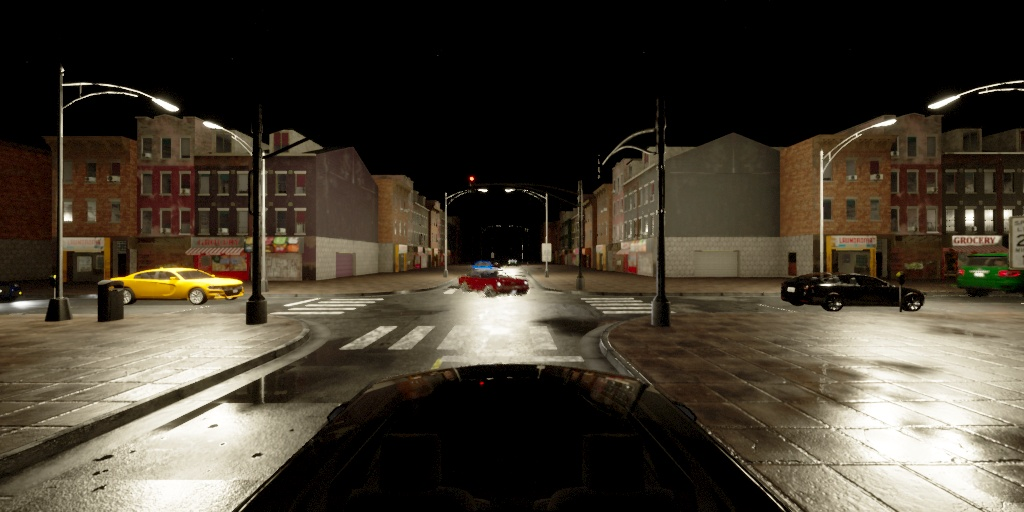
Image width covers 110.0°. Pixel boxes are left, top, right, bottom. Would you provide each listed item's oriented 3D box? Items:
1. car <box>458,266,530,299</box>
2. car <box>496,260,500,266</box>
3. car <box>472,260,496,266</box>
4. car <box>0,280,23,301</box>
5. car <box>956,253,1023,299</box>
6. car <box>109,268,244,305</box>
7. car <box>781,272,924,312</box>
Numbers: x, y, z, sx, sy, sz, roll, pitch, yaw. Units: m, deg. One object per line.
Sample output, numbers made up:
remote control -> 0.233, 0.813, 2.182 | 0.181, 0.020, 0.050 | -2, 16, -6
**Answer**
car -> -1.072, 1.356, 18.451 | 1.895, 1.301, 4.718 | 0, 0, -31
car -> -2.801, 1.348, 54.399 | 1.994, 1.385, 4.181 | 0, 0, 0
car -> -2.837, 1.244, 35.041 | 1.882, 1.535, 5.008 | 0, 0, 0
car -> -24.592, 1.391, 15.776 | 4.181, 1.385, 1.994 | 0, 0, 0
car -> 23.139, 0.900, 15.714 | 5.566, 2.045, 2.150 | 0, 0, 0
car -> -14.588, 1.271, 15.747 | 5.008, 1.535, 1.882 | 0, 0, 2
car -> 12.358, 1.267, 13.195 | 4.313, 1.339, 1.948 | 0, 0, 0
